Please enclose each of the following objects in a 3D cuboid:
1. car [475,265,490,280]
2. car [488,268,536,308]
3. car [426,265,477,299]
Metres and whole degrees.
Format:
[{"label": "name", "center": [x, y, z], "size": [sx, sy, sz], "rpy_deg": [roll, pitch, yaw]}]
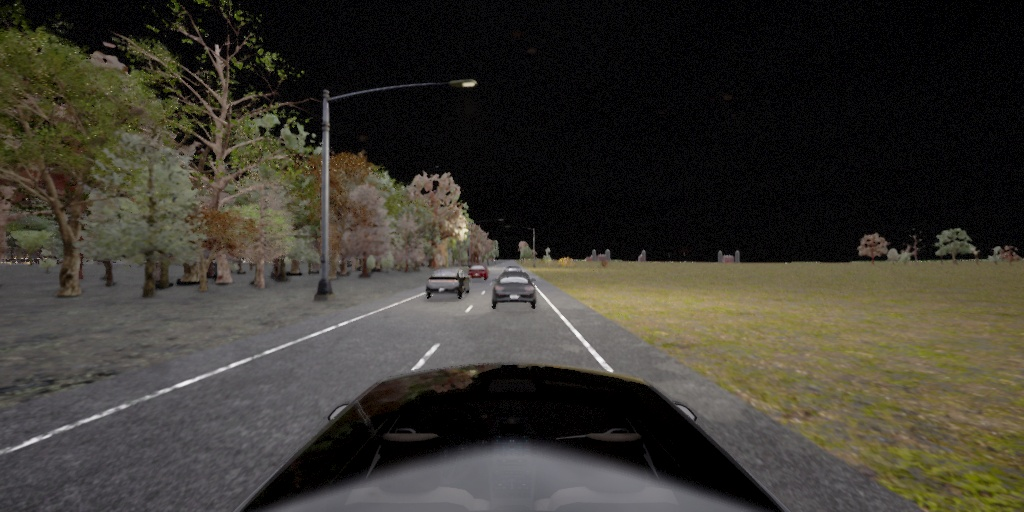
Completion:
[{"label": "car", "center": [-3.396, 1.661, 37.091], "size": [1.882, 1.535, 5.008], "rpy_deg": [0, 0, 0]}, {"label": "car", "center": [0.090, 1.453, 16.222], "size": [1.812, 1.442, 4.674], "rpy_deg": [0, -1, 0]}, {"label": "car", "center": [-3.403, 1.463, 19.788], "size": [2.128, 1.511, 4.902], "rpy_deg": [0, -1, 0]}]
